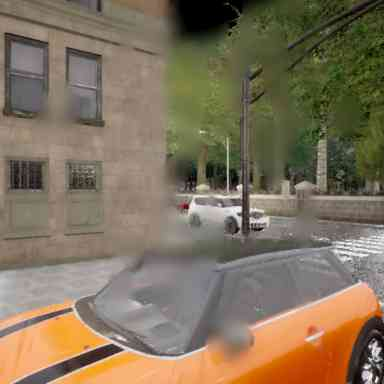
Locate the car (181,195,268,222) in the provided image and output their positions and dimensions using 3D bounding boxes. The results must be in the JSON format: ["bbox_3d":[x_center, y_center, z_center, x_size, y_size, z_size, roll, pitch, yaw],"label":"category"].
[{"bbox_3d":[1.932,1.205,19.556,2.150,2.045,5.566,0,0,-35],"label":"car"}]

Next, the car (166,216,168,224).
[{"bbox_3d":[-3.260,1.543,22.222,1.947,1.339,4.313,0,0,-35],"label":"car"}]

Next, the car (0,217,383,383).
[{"bbox_3d":[0.060,1.352,3.414,4.553,1.767,2.097,0,0,-38],"label":"car"}]

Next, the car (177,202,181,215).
[{"bbox_3d":[0.507,1.284,31.760,2.192,1.841,5.009,0,0,-35],"label":"car"}]
